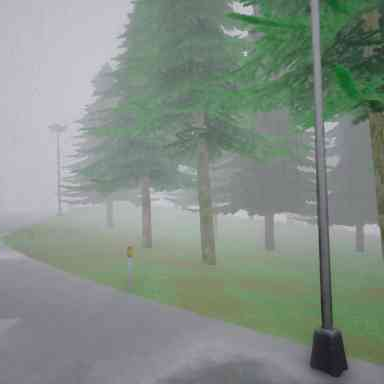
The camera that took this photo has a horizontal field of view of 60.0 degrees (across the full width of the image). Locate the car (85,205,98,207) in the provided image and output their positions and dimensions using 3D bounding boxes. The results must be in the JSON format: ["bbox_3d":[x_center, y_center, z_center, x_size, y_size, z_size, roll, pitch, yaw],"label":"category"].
[{"bbox_3d":[-26.025,3.445,84.254,1.994,1.385,4.181,-2,-1,-3],"label":"car"}]

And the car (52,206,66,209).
[{"bbox_3d":[-33.012,3.627,83.864,1.812,1.442,4.674,-2,-1,-3],"label":"car"}]

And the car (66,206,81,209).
[{"bbox_3d":[-29.520,3.522,84.076,1.812,1.442,4.674,-2,-1,-3],"label":"car"}]

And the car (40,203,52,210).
[{"bbox_3d":[-36.508,3.561,83.626,2.097,1.767,4.553,-2,-1,-3],"label":"car"}]
